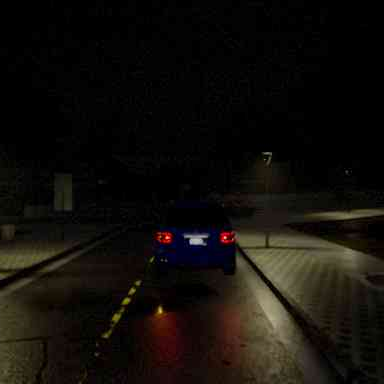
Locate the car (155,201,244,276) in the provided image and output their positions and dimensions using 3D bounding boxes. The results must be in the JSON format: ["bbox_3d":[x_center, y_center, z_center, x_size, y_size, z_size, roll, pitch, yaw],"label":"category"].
[{"bbox_3d":[0.102,1.287,10.659,2.150,2.045,5.566,0,0,0],"label":"car"}]

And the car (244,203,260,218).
[{"bbox_3d":[3.581,1.518,27.840,5.008,1.535,1.882,-3,0,-39],"label":"car"}]
